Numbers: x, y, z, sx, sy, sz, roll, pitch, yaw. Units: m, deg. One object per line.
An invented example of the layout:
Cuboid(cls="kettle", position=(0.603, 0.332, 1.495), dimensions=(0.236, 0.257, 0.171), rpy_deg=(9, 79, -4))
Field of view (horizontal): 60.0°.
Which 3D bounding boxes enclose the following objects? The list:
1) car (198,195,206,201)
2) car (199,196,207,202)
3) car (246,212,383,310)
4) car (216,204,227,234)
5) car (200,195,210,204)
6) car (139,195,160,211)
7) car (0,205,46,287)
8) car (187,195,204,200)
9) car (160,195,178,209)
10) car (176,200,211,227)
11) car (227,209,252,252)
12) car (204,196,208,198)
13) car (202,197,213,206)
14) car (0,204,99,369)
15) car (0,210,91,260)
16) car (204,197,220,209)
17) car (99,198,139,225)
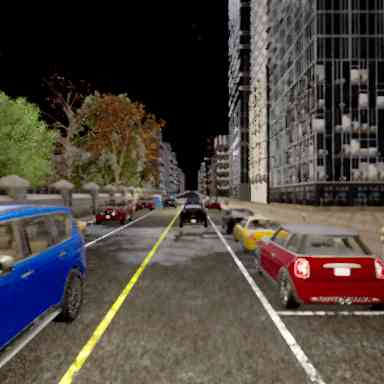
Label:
Cuboid(cls="car", position=(2.692, 1.645, 91.810), dimensions=(1.887, 1.381, 4.507), rpy_deg=(1, 0, 0))
Cuboid(cls="car", position=(2.692, 1.648, 80.575), dimensions=(1.887, 1.381, 4.507), rpy_deg=(1, 0, 0))
Cuboid(cls="car", position=(2.696, 1.460, 7.904), dimensions=(1.967, 1.590, 4.097), rpy_deg=(1, 0, 0))
Cuboid(cls="car", position=(2.694, 1.610, 19.264), dimensions=(1.947, 1.339, 4.313), rpy_deg=(1, 0, 0))
Cuboid(cls="car", position=(2.694, 1.541, 69.340), dimensions=(1.967, 1.590, 4.097), rpy_deg=(1, 0, 0))
Cuboid(cls="car", position=(-5.684, 1.392, 41.311), dimensions=(2.192, 1.841, 5.009), rpy_deg=(1, 0, 0))
Cuboid(cls="car", position=(-5.683, 1.335, 7.945), dimensions=(2.192, 1.841, 5.009), rpy_deg=(1, 0, 0))
Cuboid(cls="car", position=(0.096, 1.429, 41.228), dimensions=(2.097, 1.767, 4.553), rpy_deg=(0, 0, 0))
Cuboid(cls="car", position=(-3.092, 1.587, 46.114), dimensions=(1.837, 1.490, 4.892), rpy_deg=(0, 0, 0))
Cuboid(cls="car", position=(0.097, 1.558, 23.285), dimensions=(1.837, 1.490, 4.892), rpy_deg=(0, 0, 0))
Cuboid(cls="car", position=(2.695, 1.558, 13.754), dimensions=(1.752, 1.417, 4.829), rpy_deg=(1, 0, 0))
Cuboid(cls="car", position=(2.695, 1.523, 46.869), dimensions=(1.967, 1.590, 4.097), rpy_deg=(1, 0, 0))
Cuboid(cls="car", position=(2.694, 1.619, 58.275), dimensions=(1.752, 1.417, 4.829), rpy_deg=(1, 0, 0))
Cuboid(cls="car", position=(-3.103, 1.232, 4.290), dimensions=(2.150, 2.045, 5.566), rpy_deg=(0, 0, 0))
Cuboid(cls="car", position=(-5.685, 1.558, 13.456), dimensions=(1.752, 1.417, 4.829), rpy_deg=(1, 0, 0))
Cuboid(cls="car", position=(2.693, 1.659, 41.252), dimensions=(1.802, 1.307, 4.206), rpy_deg=(1, 0, 0))
Cuboid(cls="car", position=(-5.683, 1.369, 24.993), dimensions=(2.192, 1.841, 5.009), rpy_deg=(1, 0, 0))
